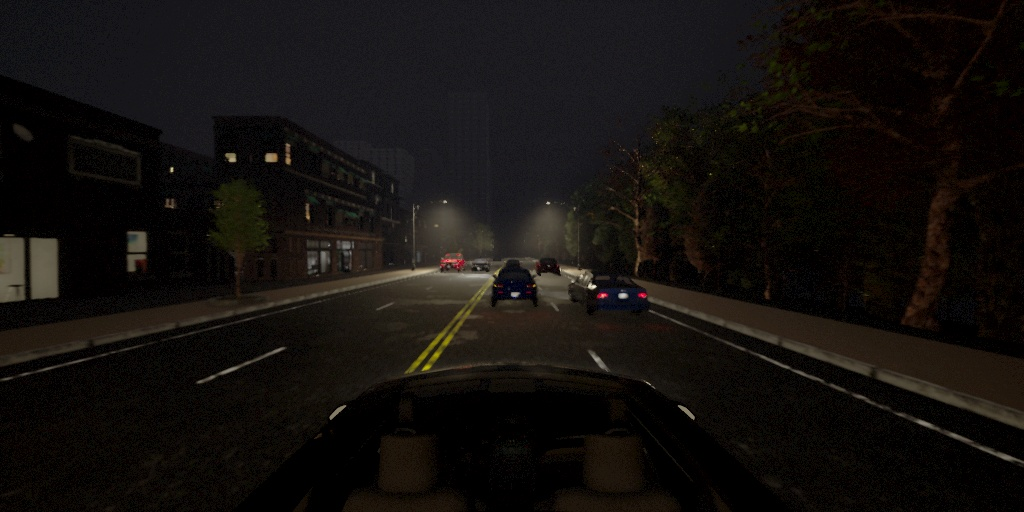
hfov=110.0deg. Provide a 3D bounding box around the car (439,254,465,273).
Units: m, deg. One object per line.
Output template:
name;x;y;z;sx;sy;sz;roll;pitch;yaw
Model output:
car;-6.569;0.763;40.096;2.150;2.045;5.566;0;0;0

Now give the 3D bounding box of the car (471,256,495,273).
car;-3.325;1.037;38.893;2.128;1.511;4.902;0;0;0

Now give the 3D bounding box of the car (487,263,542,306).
car;0.099;1.201;15.281;1.812;1.442;4.674;0;0;0

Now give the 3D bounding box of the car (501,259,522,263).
car;0.104;1.076;37.734;1.812;1.442;4.674;0;1;0

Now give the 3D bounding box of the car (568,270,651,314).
car;3.356;1.234;13.339;2.033;1.411;5.357;0;0;0

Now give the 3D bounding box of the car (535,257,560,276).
car;3.348;0.919;34.546;2.097;1.767;4.553;0;0;0
